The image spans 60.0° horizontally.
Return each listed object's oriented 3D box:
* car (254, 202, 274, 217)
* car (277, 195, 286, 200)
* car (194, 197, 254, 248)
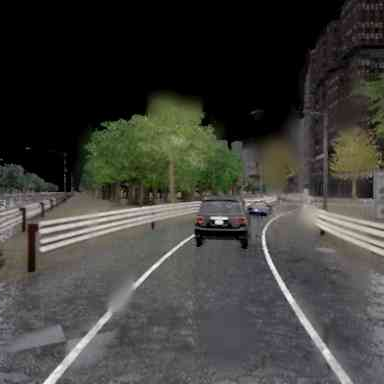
[{"bbox_3d":[6.494,1.586,31.503,1.994,1.385,4.181,0,0,22],"label":"car"},{"bbox_3d":[24.488,1.506,90.978,2.128,1.511,4.902,0,0,5],"label":"car"},{"bbox_3d":[1.542,1.228,15.142,2.150,2.045,5.566,0,0,11],"label":"car"}]
